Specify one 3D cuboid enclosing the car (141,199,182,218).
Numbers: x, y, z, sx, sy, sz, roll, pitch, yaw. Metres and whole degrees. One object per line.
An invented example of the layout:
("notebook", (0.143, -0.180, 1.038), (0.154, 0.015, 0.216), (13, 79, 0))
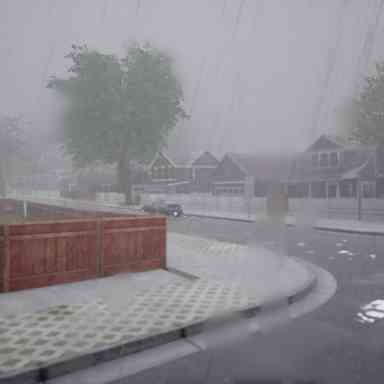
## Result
("car", (-2.593, 1.344, 27.316), (1.837, 1.490, 4.892), (-1, 1, -33))
